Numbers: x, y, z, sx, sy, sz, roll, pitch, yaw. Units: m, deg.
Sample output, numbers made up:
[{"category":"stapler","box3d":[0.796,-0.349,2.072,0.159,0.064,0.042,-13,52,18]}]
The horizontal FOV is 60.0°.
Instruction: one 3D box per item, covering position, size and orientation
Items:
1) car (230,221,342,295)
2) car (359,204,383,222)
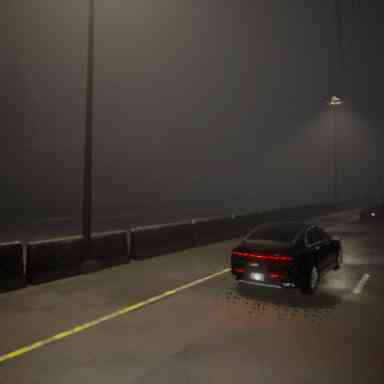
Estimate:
[{"category":"car","box3d":[2.764,1.562,9.090,1.837,1.490,4.892,0,0,35]},{"category":"car","box3d":[14.483,1.615,26.136,1.994,1.385,4.181,0,0,35]}]
